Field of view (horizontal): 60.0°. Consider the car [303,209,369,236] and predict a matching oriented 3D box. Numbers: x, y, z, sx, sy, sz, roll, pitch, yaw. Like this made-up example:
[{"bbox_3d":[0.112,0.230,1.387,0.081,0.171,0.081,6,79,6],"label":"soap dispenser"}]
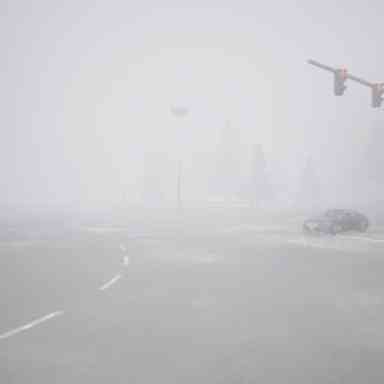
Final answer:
[{"bbox_3d":[8.639,1.766,19.865,4.902,1.511,2.128,1,0,-36],"label":"car"}]
